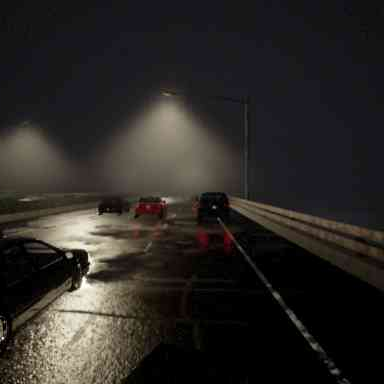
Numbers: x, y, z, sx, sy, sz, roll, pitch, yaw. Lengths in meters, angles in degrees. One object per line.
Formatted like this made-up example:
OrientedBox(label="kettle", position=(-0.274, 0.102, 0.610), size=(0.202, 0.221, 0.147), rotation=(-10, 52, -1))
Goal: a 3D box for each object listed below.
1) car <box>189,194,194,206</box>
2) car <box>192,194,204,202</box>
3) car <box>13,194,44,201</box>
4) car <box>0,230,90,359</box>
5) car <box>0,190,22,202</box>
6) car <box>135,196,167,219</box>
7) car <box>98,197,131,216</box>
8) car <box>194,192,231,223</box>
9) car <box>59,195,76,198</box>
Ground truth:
OrientedBox(label="car", position=(0.656, 1.062, 44.319), size=(1.837, 1.490, 4.892), rotation=(0, 0, 2))
OrientedBox(label="car", position=(1.032, 1.003, 57.657), size=(1.994, 1.385, 4.181), rotation=(0, 1, 2))
OrientedBox(label="car", position=(-20.480, 1.177, 42.775), size=(1.895, 1.301, 4.718), rotation=(0, 1, 2))
OrientedBox(label="car", position=(-3.380, 1.487, 5.597), size=(2.033, 1.411, 5.357), rotation=(0, 1, 0))
OrientedBox(label="car", position=(-23.988, 0.798, 42.789), size=(2.150, 2.045, 5.566), rotation=(0, 1, 2))
OrientedBox(label="car", position=(-3.153, 1.082, 26.354), size=(2.097, 1.767, 4.553), rotation=(0, 0, 1))
OrientedBox(label="car", position=(-6.612, 1.185, 28.795), size=(1.882, 1.535, 5.008), rotation=(0, 1, 1))
OrientedBox(label="car", position=(1.410, 0.987, 22.977), size=(2.150, 2.045, 5.566), rotation=(0, 1, 1))
OrientedBox(label="car", position=(-16.905, 1.077, 45.342), size=(1.812, 1.442, 4.674), rotation=(0, 0, 2))
